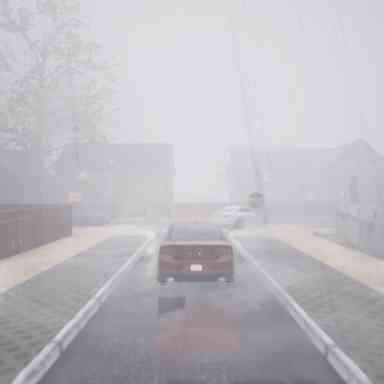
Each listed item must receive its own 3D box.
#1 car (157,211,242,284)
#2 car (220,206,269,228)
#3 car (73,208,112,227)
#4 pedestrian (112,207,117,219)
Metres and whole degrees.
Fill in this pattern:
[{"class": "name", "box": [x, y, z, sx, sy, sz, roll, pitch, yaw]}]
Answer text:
[{"class": "car", "box": [0.096, 1.531, 9.799, 1.882, 1.535, 5.008, 0, 0, 0]}, {"class": "car", "box": [3.135, 1.612, 21.731, 1.812, 1.442, 4.674, -3, -2, 43]}, {"class": "car", "box": [-7.685, 1.767, 23.022, 4.181, 1.385, 1.994, -1, -2, 0]}, {"class": "pedestrian", "box": [-6.724, 1.512, 28.887, 0.375, 1.860, 0.375, 0, -1, 1]}]
